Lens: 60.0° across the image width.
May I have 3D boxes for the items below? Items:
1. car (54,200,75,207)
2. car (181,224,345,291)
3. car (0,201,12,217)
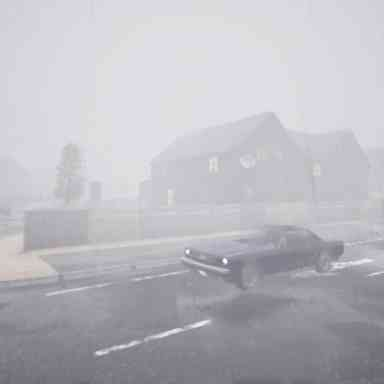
[{"bbox_3d":[-17.863,1.308,46.805,2.128,1.511,4.902,1,0,-4],"label":"car"},{"bbox_3d":[2.060,1.598,9.117,4.718,1.301,1.895,0,0,-35],"label":"car"},{"bbox_3d":[-16.338,1.404,26.942,1.812,1.442,4.674,1,0,-4],"label":"car"}]
